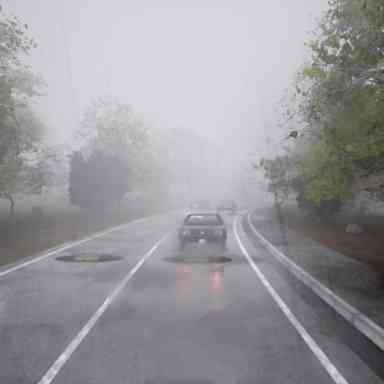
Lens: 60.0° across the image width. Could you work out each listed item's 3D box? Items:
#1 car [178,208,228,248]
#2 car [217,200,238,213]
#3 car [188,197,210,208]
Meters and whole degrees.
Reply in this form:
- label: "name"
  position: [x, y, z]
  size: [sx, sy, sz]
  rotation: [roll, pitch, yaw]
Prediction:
- label: "car"
  position: [0.531, 1.578, 14.777]
  size: [1.895, 1.301, 4.718]
  rotation: [0, 0, 4]
- label: "car"
  position: [4.026, 1.548, 37.330]
  size: [2.033, 1.411, 5.357]
  rotation: [1, 0, 14]
- label: "car"
  position: [0.933, 1.419, 39.915]
  size: [2.128, 1.511, 4.902]
  rotation: [1, 0, 15]
